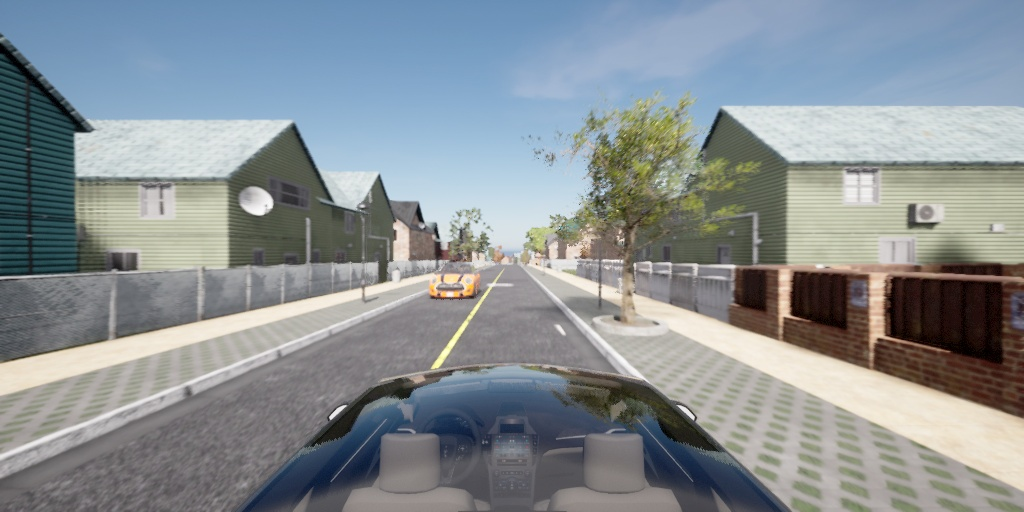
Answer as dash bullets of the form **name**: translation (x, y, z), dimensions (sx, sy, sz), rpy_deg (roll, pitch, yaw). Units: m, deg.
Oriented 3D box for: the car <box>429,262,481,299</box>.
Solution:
- **car**: translation (-2.744, 1.118, 18.129), dimensions (2.097, 1.767, 4.553), rpy_deg (0, 0, 0)
